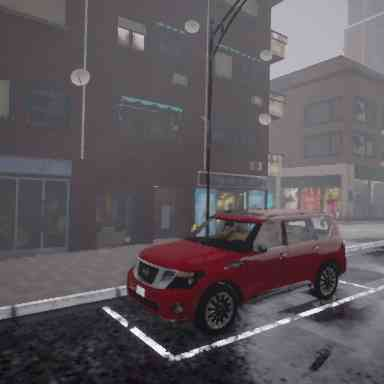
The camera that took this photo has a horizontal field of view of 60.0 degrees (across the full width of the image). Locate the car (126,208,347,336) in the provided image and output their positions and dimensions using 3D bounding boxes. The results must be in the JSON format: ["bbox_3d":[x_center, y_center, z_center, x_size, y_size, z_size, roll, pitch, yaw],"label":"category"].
[{"bbox_3d":[1.210,1.318,6.927,5.009,1.841,2.192,0,2,-35],"label":"car"}]
